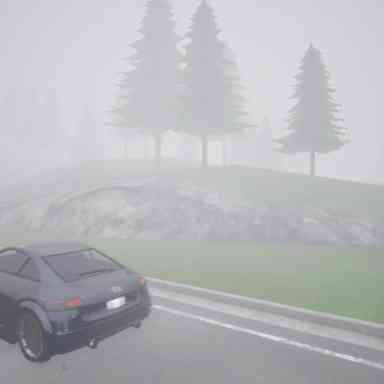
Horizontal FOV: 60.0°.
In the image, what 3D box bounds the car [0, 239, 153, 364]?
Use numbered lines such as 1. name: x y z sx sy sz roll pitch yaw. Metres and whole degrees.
1. car: -2.714 1.563 5.929 4.181 1.385 1.994 0 0 35
